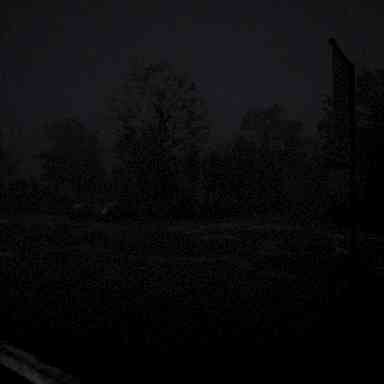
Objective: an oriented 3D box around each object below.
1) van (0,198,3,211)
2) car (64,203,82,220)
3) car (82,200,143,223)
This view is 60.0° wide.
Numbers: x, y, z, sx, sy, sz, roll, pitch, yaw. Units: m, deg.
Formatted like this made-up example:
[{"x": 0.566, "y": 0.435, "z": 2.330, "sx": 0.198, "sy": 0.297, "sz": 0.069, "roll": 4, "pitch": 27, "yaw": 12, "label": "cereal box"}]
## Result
[{"x": -25.803, "y": 1.665, "z": 40.664, "sx": 1.878, "sy": 1.987, "sz": 4.442, "roll": -2, "pitch": -1, "yaw": 35, "label": "van"}, {"x": -8.735, "y": 1.649, "z": 28.779, "sx": 2.002, "sy": 1.452, "sz": 4.674, "roll": 0, "pitch": 0, "yaw": 35, "label": "car"}, {"x": -6.116, "y": 1.460, "z": 26.994, "sx": 2.185, "sy": 1.767, "sz": 4.553, "roll": -1, "pitch": 0, "yaw": 35, "label": "car"}]
